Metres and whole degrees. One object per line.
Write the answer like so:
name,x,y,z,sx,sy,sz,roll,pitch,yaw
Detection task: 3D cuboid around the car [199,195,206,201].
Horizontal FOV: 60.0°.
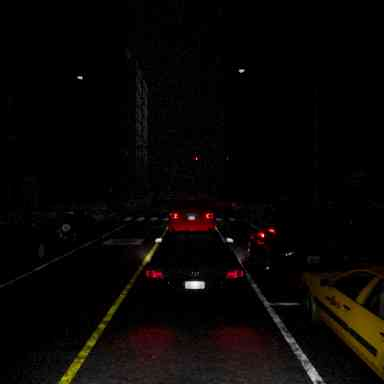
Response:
car,2.701,1.555,85.262,1.752,1.417,4.829,0,0,0

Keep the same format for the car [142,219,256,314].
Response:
car,0.054,1.564,7.711,1.994,1.385,4.181,0,0,0

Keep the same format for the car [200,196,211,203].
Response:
car,2.713,1.570,68.779,2.008,1.369,4.403,0,0,0

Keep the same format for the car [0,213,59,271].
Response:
car,-5.771,1.545,9.577,1.887,1.381,4.507,0,0,0

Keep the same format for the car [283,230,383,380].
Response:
car,2.758,1.525,4.298,1.752,1.417,4.829,0,0,0

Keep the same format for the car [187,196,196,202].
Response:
car,-0.056,1.565,78.397,2.033,1.411,5.357,0,0,0

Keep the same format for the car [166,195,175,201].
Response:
car,-5.828,1.584,90.524,2.008,1.369,4.403,0,0,0

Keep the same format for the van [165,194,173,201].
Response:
van,-5.824,1.370,85.087,1.690,1.788,3.998,0,0,0

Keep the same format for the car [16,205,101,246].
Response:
car,-5.775,1.440,15.034,1.967,1.590,4.097,0,0,0

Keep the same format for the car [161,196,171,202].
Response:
car,-5.816,1.547,74.041,1.752,1.417,4.829,0,0,0

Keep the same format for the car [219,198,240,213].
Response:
car,3.005,1.411,37.696,4.553,1.767,2.097,1,1,29

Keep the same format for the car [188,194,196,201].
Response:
car,-0.063,1.387,88.963,2.097,1.767,4.553,0,0,0

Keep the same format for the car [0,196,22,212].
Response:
car,-17.941,1.170,31.941,4.902,1.511,2.128,1,0,0

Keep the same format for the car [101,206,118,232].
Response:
car,-5.778,1.526,20.321,1.752,1.417,4.829,0,0,0

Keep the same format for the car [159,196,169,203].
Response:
car,-5.812,1.601,68.773,1.802,1.307,4.206,0,0,0

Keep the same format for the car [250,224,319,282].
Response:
car,2.754,1.566,9.585,1.947,1.339,4.313,0,0,0

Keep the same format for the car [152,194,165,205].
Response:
car,-5.805,1.328,57.899,2.192,1.841,5.009,0,0,0

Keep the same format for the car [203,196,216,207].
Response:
car,2.724,1.451,52.467,1.967,1.590,4.097,0,0,0

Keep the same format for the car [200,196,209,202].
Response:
car,2.709,1.567,74.217,1.887,1.381,4.507,0,0,0

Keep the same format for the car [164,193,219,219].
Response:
car,-0.009,1.222,17.131,2.150,2.045,5.566,0,0,0
